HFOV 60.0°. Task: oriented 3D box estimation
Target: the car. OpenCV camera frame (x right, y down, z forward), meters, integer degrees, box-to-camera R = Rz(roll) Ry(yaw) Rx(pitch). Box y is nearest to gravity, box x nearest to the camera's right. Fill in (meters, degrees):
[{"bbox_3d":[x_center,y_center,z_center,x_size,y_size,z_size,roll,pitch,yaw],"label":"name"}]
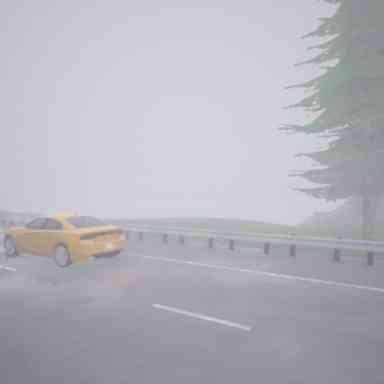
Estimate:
[{"bbox_3d":[-4.489,1.467,11.378,5.008,1.535,1.882,0,0,35],"label":"car"}]
